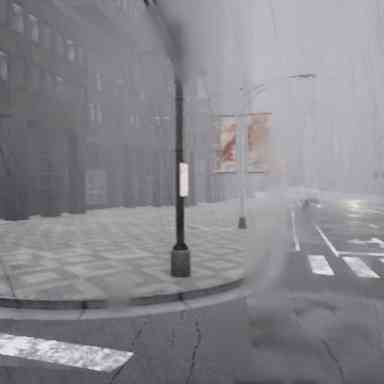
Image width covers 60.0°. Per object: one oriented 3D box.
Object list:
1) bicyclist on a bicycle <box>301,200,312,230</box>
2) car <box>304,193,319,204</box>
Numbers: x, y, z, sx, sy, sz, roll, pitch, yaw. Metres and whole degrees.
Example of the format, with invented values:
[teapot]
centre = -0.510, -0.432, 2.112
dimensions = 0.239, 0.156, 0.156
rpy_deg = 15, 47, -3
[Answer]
[bicyclist on a bicycle]
centre = 6.156, 1.254, 17.878
dimensions = 0.582, 1.620, 1.656
rpy_deg = 0, 1, 16
[car]
centre = 17.800, 0.950, 49.855
dimensions = 1.882, 1.535, 5.008
rpy_deg = 0, 1, 16
